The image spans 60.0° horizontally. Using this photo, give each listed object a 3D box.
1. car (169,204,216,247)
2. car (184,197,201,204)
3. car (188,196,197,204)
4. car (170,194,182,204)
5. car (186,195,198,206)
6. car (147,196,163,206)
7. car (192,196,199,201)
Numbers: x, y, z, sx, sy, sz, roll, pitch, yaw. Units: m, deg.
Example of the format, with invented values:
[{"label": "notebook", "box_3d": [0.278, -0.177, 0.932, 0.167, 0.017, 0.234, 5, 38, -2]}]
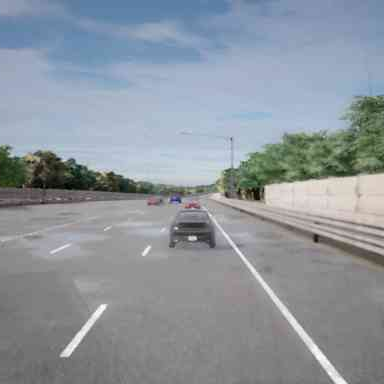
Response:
[{"label": "car", "box_3d": [0.015, 1.519, 15.097, 1.837, 1.490, 4.892, 0, 0, 0]}, {"label": "car", "box_3d": [0.045, 1.604, 38.320, 1.812, 1.442, 4.674, 0, 0, 0]}, {"label": "car", "box_3d": [0.119, 1.652, 68.805, 1.812, 1.442, 4.674, 0, 0, 1]}, {"label": "car", "box_3d": [-3.377, 1.345, 68.875, 2.150, 2.045, 5.566, 0, 0, 1]}, {"label": "car", "box_3d": [0.057, 1.513, 60.096, 2.097, 1.767, 4.553, 0, 0, 0]}, {"label": "car", "box_3d": [-6.933, 1.748, 60.131, 1.994, 1.385, 4.181, 0, 0, 0]}, {"label": "car", "box_3d": [0.988, 1.976, 95.383, 2.033, 1.411, 5.357, 0, -1, 2]}]
